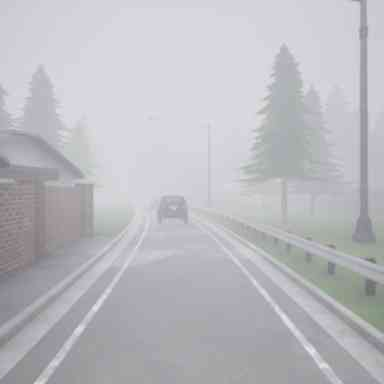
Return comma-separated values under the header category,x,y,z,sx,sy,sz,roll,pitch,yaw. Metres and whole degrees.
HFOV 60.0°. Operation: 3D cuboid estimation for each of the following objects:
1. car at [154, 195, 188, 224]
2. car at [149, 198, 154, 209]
category,x,y,z,sx,sy,sz,roll,pitch,yaw
car,-1.547,1.227,25.141,2.150,2.045,5.566,0,0,-7
car,-4.766,1.500,44.898,2.128,1.511,4.902,0,0,-11
